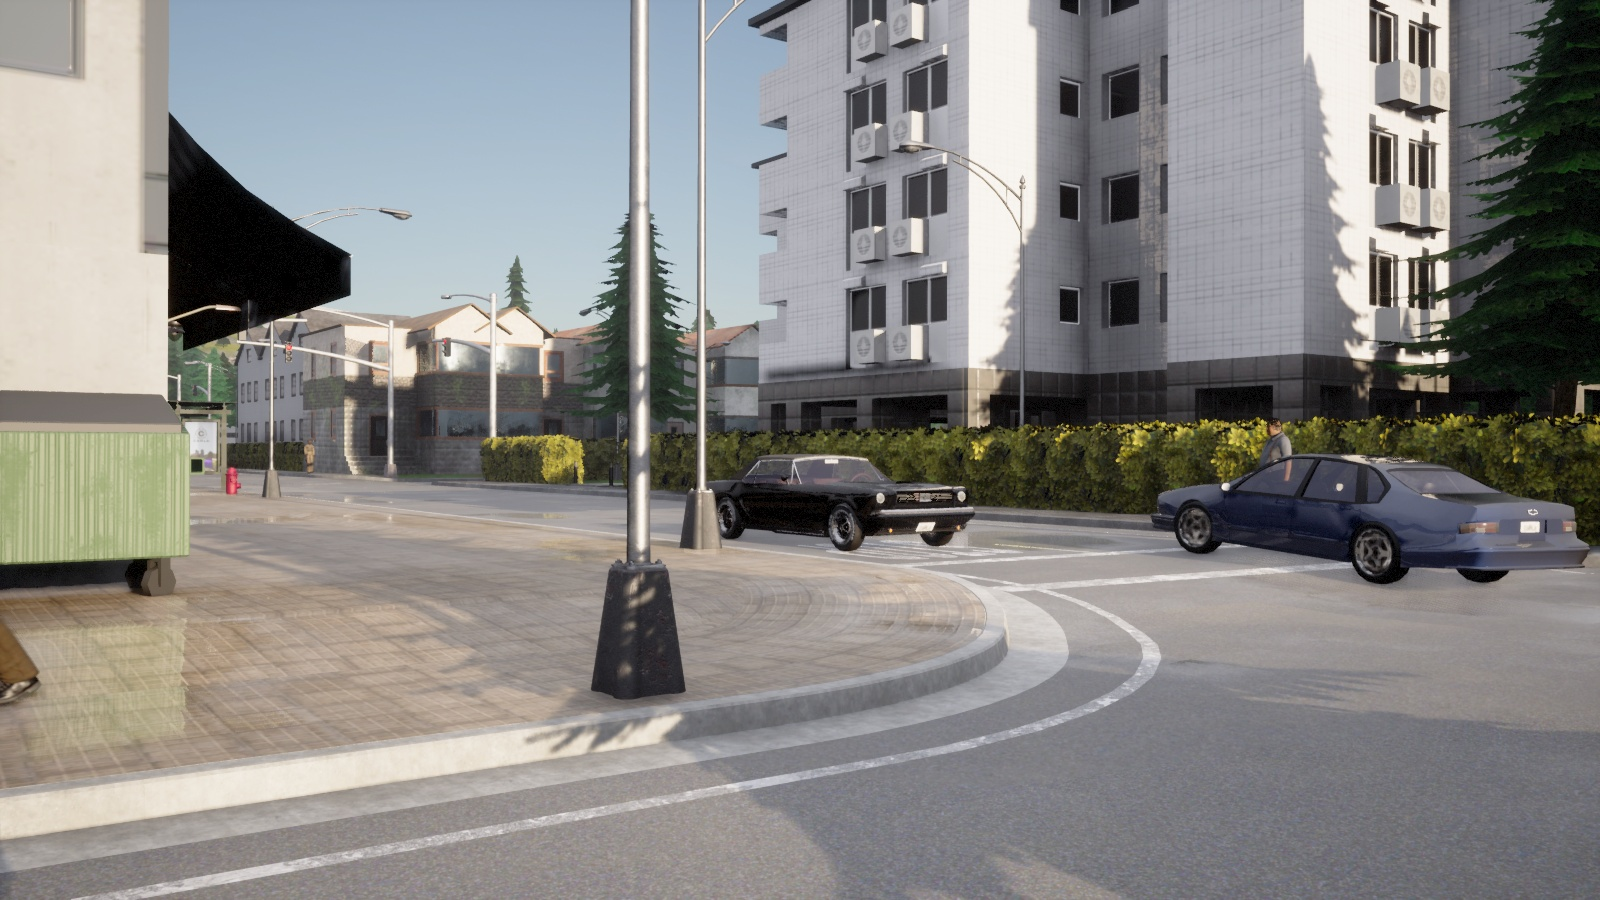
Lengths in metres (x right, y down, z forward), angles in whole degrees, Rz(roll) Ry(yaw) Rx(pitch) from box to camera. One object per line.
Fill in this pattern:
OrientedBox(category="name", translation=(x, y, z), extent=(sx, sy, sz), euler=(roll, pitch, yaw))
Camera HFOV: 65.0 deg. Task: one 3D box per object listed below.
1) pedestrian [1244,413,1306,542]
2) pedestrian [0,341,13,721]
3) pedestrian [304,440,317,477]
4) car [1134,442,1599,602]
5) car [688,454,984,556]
OrientedBox(category="pedestrian", translation=(6.912, 0.396, 18.285), extent=(0.694, 1.848, 0.540), euler=(0, 0, 0))
OrientedBox(category="pedestrian", translation=(-4.420, 0.414, 6.379), extent=(0.692, 1.930, 0.395), euler=(0, 0, -36))
OrientedBox(category="pedestrian", translation=(-25.651, 0.441, 65.821), extent=(0.396, 1.930, 0.692), euler=(0, 0, -41))
OrientedBox(category="car", translation=(6.627, 0.712, 15.403), extent=(2.033, 1.411, 5.357), euler=(1, 2, -22))
OrientedBox(category="car", translation=(0.369, 0.714, 18.579), extent=(1.895, 1.301, 4.718), euler=(0, 0, -36))
